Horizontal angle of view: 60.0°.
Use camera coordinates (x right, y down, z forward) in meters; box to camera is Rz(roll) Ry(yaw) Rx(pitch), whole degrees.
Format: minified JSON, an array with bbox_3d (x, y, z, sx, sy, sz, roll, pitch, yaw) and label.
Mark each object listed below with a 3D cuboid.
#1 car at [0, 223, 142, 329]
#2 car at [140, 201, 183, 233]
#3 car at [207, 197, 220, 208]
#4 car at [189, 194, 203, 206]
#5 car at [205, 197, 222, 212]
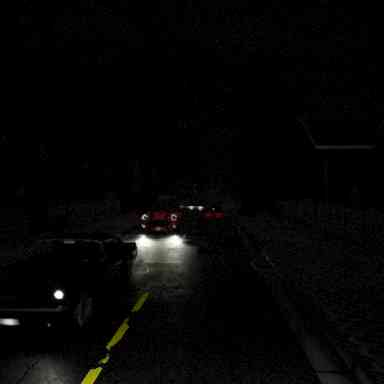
[{"bbox_3d":[-2.566,1.601,7.092,1.895,1.301,4.718,0,0,3],"label":"car"},{"bbox_3d":[-1.684,1.352,19.679,2.097,1.767,4.553,0,0,2],"label":"car"},{"bbox_3d":[3.322,1.564,51.396,1.837,1.490,4.892,0,0,4],"label":"car"},{"bbox_3d":[0.701,1.296,56.361,2.150,2.045,5.566,0,0,4],"label":"car"},{"bbox_3d":[2.582,1.627,39.906,1.895,1.301,4.718,0,0,4],"label":"car"}]
